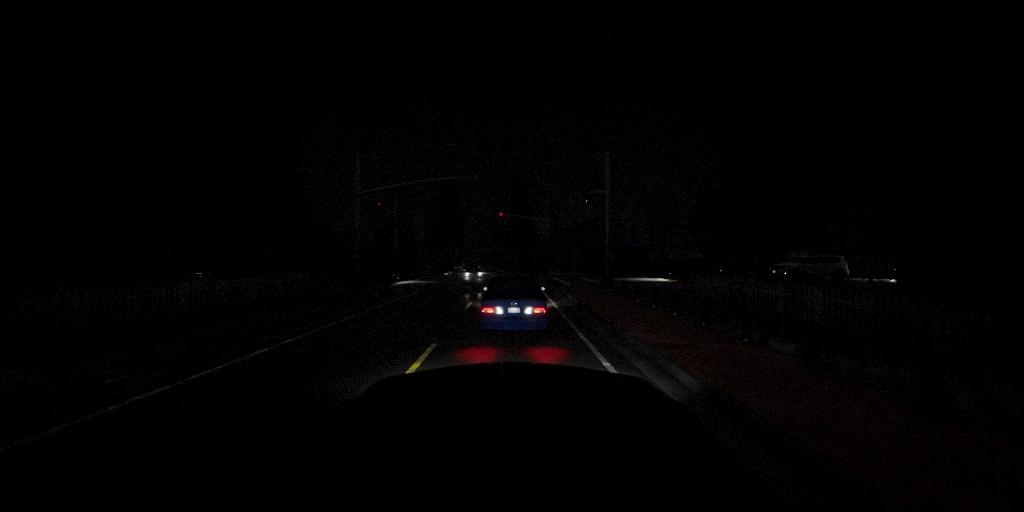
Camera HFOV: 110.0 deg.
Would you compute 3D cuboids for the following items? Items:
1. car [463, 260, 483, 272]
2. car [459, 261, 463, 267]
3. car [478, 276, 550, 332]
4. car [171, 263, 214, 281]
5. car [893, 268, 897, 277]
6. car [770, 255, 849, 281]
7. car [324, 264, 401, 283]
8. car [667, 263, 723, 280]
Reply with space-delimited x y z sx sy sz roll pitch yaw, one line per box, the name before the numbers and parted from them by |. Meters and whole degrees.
car | -4.780 1.220 44.704 1.837 1.490 4.892 0 0 -6
car | -6.519 1.263 55.194 2.033 1.411 5.357 0 0 -14
car | 0.062 1.297 10.777 2.033 1.411 5.357 0 0 0
car | -25.718 1.241 27.690 4.892 1.490 1.837 0 0 2
car | 34.524 1.087 29.607 4.553 1.767 2.097 0 0 2
car | 24.678 0.956 29.915 5.566 2.045 2.150 0 0 1
car | -11.296 1.282 27.270 5.357 1.411 2.033 0 0 2
car | 15.313 1.299 30.194 4.181 1.385 1.994 0 0 2
